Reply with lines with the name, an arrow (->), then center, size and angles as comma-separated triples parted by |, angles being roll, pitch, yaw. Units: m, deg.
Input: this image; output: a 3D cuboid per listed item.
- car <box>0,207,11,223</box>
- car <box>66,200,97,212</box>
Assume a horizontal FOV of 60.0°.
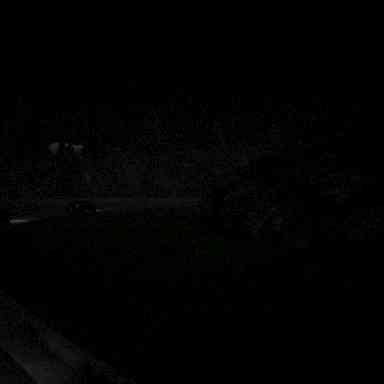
car -> -14.488, 1.614, 23.584 | 1.812, 1.442, 4.674 | 0, 0, -11
car -> -13.533, 1.720, 40.931 | 1.812, 1.442, 4.674 | 0, -1, 15
